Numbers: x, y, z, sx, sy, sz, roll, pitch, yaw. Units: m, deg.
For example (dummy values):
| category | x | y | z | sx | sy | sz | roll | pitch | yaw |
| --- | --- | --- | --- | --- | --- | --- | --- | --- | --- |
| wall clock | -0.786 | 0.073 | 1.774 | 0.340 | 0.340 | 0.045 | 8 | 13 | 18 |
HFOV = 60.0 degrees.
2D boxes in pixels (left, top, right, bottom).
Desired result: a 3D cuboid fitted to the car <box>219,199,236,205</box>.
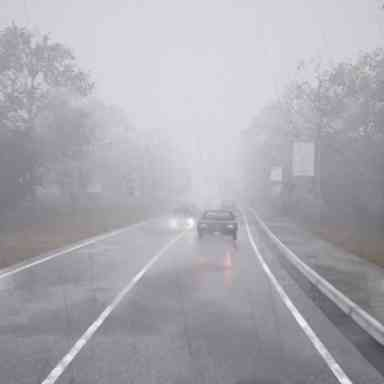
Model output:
| category | x | y | z | sx | sy | sz | roll | pitch | yaw |
| --- | --- | --- | --- | --- | --- | --- | --- | --- | --- |
| car | 4.206 | 1.494 | 39.138 | 2.033 | 1.411 | 5.357 | 1 | 0 | 6 |

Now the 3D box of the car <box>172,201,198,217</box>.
| category | x | y | z | sx | sy | sz | roll | pitch | yaw |
| --- | --- | --- | --- | --- | --- | --- | --- | --- | --- |
| car | -0.595 | 1.512 | 30.700 | 1.895 | 1.301 | 4.718 | 1 | 0 | 8 |

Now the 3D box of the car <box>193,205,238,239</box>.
| category | x | y | z | sx | sy | sz | roll | pitch | yaw |
| --- | --- | --- | --- | --- | --- | --- | --- | --- | --- |
| car | 1.398 | 1.583 | 17.405 | 1.895 | 1.301 | 4.718 | 1 | 0 | 7 |
